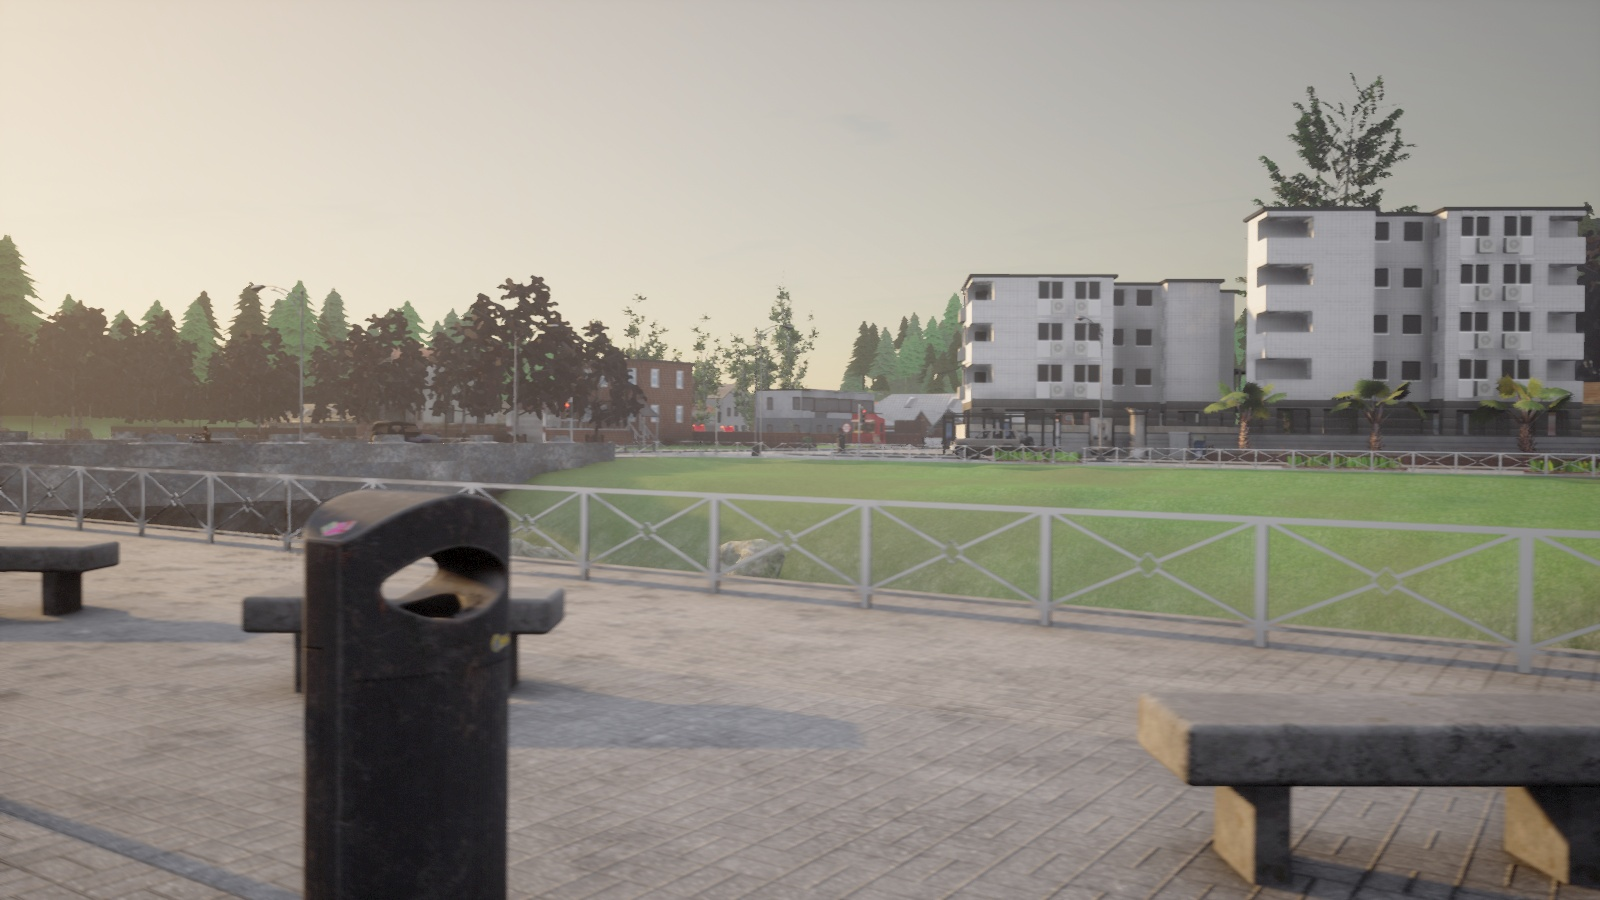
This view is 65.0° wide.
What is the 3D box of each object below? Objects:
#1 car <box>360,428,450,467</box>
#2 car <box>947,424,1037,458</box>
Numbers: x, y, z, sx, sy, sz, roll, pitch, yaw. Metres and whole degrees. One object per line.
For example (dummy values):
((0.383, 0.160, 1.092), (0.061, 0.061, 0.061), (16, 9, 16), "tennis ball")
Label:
((-19.559, -0.145, 62.283), (1.905, 1.878, 3.866), (0, 1, 33), "car")
((10.859, -0.520, 71.091), (4.605, 1.855, 1.932), (0, 1, 34), "car")
